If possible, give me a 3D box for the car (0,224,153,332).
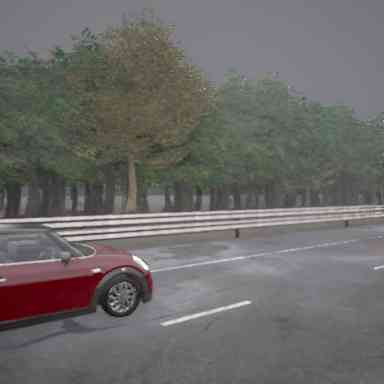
[{"bbox_3d":[-2.967,1.356,5.929,4.553,1.767,2.097,0,0,-35],"label":"car"}]
